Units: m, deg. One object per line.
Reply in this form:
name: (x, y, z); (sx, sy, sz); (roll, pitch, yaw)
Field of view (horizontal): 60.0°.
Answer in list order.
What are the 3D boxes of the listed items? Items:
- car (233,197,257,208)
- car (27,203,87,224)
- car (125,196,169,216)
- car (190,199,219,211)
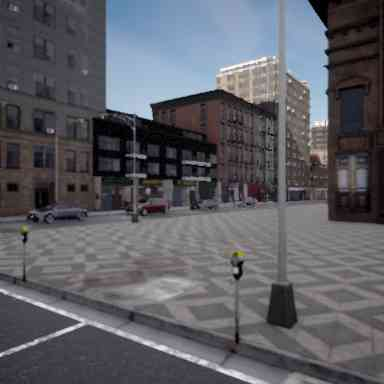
car: (7.774, 1.477, 48.518); (2.128, 1.511, 4.902); (0, 0, 37)
car: (-9.900, 1.527, 24.628); (1.994, 1.385, 4.181); (0, 0, 36)
car: (-4.312, 1.320, 32.201); (2.097, 1.767, 4.553); (0, 0, 36)
car: (1.545, 1.539, 40.142); (1.994, 1.385, 4.181); (0, 0, 36)
